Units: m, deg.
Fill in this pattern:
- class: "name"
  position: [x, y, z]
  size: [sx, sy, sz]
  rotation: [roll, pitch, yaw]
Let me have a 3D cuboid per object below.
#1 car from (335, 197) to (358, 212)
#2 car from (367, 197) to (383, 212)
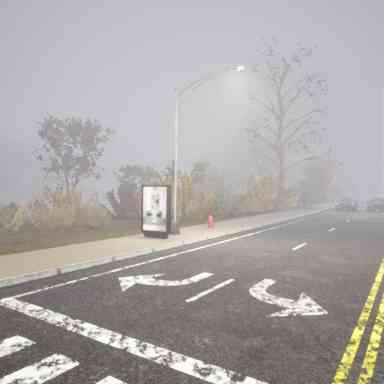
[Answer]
- class: "car"
  position: [18.550, 1.390, 39.865]
  size: [2.097, 1.767, 4.553]
  rotation: [0, 0, 30]
- class: "car"
  position: [21.360, 1.393, 38.233]
  size: [2.097, 1.767, 4.553]
  rotation: [0, 0, 30]
